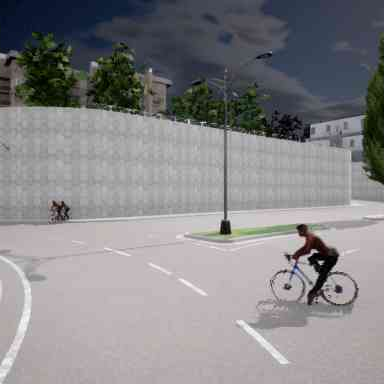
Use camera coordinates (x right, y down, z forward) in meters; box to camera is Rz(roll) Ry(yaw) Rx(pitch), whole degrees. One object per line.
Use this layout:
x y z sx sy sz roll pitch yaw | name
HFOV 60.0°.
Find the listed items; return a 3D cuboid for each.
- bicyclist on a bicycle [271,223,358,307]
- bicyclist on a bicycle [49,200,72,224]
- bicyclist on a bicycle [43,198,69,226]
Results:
2.390 1.457 6.631 1.656 1.620 0.582 -2 -1 17 | bicyclist on a bicycle
-9.030 1.424 23.433 0.582 1.620 1.656 10 9 23 | bicyclist on a bicycle
-9.619 1.387 23.638 0.582 1.620 1.656 0 9 21 | bicyclist on a bicycle
